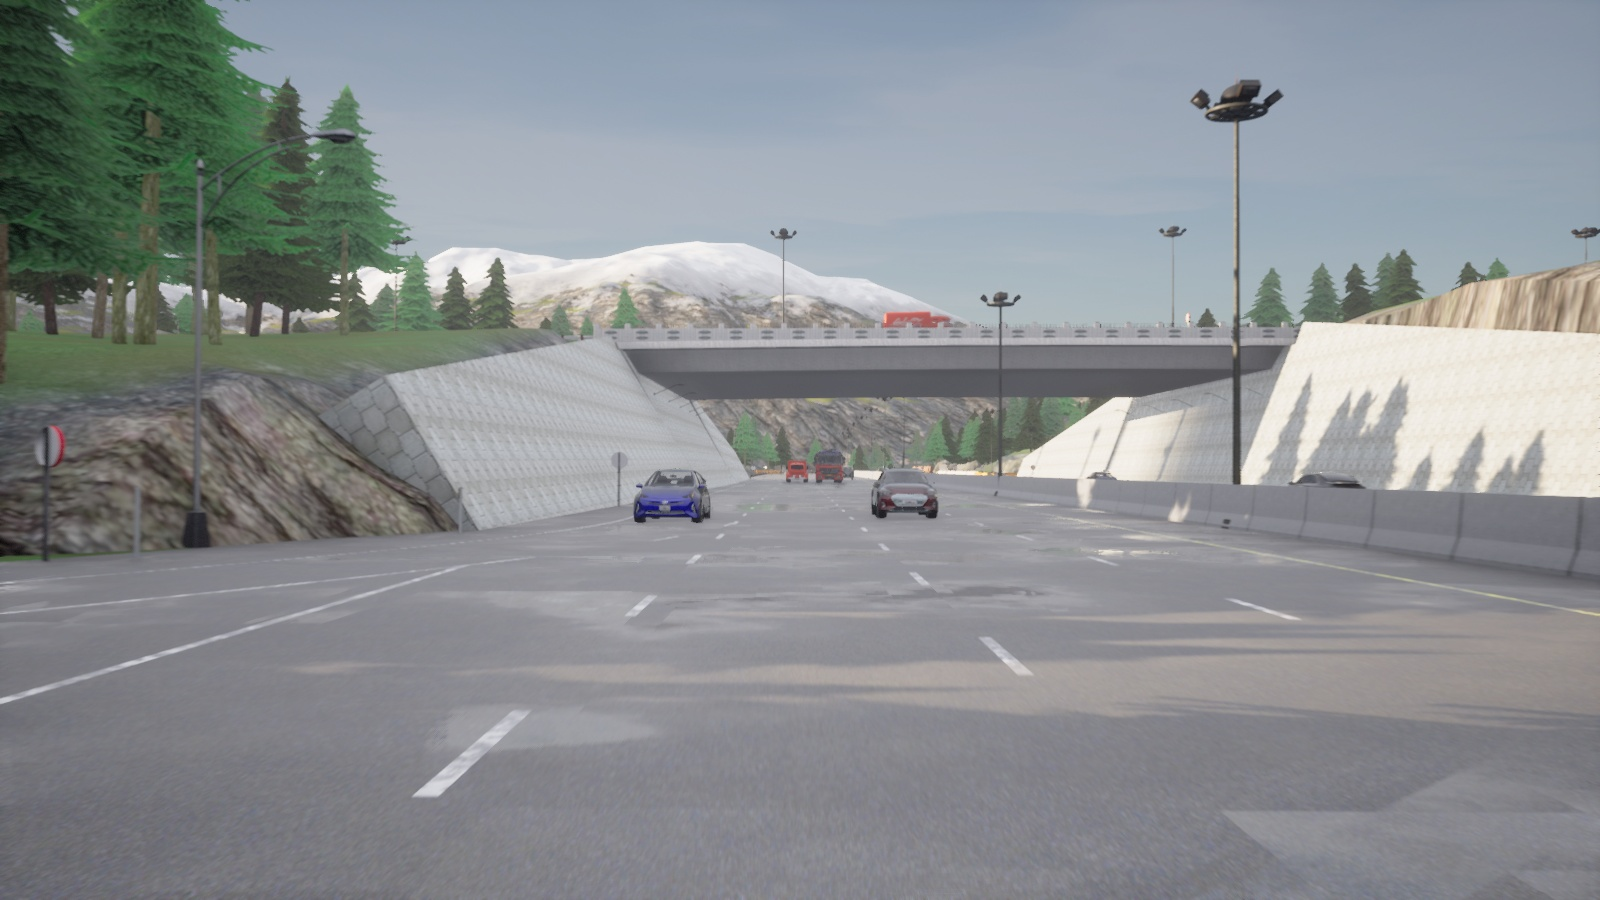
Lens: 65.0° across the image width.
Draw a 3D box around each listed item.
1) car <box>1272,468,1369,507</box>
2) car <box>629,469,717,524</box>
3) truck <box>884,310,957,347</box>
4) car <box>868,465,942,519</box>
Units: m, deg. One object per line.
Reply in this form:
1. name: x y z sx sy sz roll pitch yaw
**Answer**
1. car: 20.878 1.484 50.619 1.837 1.490 4.892 0 -1 0
2. car: -3.686 1.323 37.134 2.007 1.525 4.514 0 -1 2
3. truck: 9.100 -9.211 95.182 5.204 2.467 2.627 -1 -1 0
4. car: 3.400 1.343 41.485 2.033 1.649 4.856 0 -1 0
